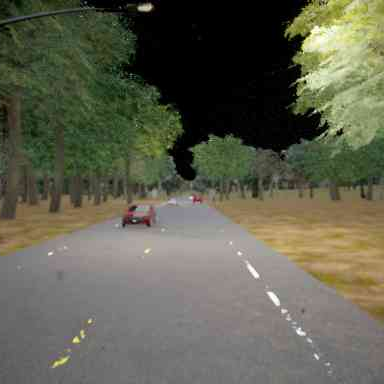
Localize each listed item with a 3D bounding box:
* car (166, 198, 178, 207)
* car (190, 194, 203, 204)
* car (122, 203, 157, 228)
[{"bbox_3d":[-3.490,1.763,57.799,1.812,1.442,4.674,0,1,0],"label":"car"},{"bbox_3d":[1.248,1.530,74.396,2.150,2.045,5.566,0,0,0],"label":"car"},{"bbox_3d":[-3.589,1.564,23.280,1.882,1.535,5.008,0,0,0],"label":"car"}]
